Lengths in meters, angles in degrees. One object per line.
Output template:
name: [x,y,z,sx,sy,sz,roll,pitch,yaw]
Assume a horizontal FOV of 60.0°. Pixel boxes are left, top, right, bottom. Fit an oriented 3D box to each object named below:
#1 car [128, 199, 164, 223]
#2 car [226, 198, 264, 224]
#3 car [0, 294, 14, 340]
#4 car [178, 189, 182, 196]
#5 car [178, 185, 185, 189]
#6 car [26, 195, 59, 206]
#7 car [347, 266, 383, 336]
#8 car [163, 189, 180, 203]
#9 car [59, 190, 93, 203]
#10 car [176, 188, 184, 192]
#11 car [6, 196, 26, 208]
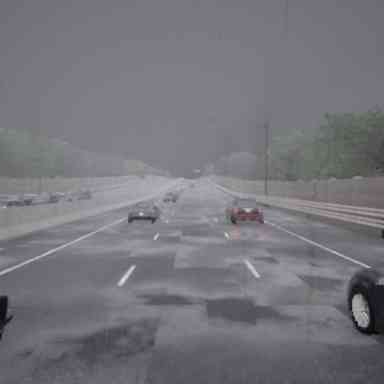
car: [-3.397,1.416,24.259,1.994,1.385,4.181,0,1,0]
car: [3.603,1.216,23.491,2.097,1.767,4.553,0,1,0]
car: [-3.399,1.604,2.480,1.895,1.301,4.718,0,0,0]
car: [-3.495,0.663,63.745,1.837,1.490,4.892,0,2,0]
car: [-3.493,-0.274,85.719,1.812,1.442,4.674,0,3,0]
car: [-17.565,1.130,40.168,1.837,1.490,4.892,0,1,0]
car: [3.600,1.512,3.846,1.837,1.490,4.892,0,0,0]
car: [-3.496,0.866,52.757,2.033,1.649,4.856,0,1,0]
car: [-14.064,0.828,41.364,2.150,2.045,5.566,0,1,0]
car: [-3.494,0.333,74.763,1.895,1.301,4.718,0,3,0]
car: [-21.060,1.207,41.487,1.895,1.301,4.718,0,1,0]
